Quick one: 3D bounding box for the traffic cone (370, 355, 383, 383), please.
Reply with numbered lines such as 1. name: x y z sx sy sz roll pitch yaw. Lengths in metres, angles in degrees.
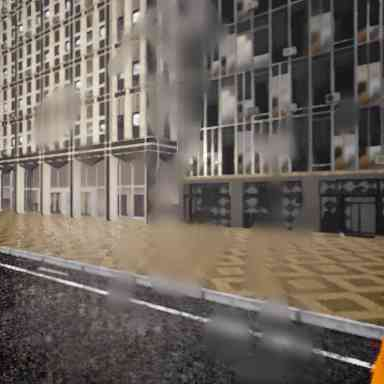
1. traffic cone: 1.919 1.978 3.408 0.340 0.580 0.340 1 0 35
